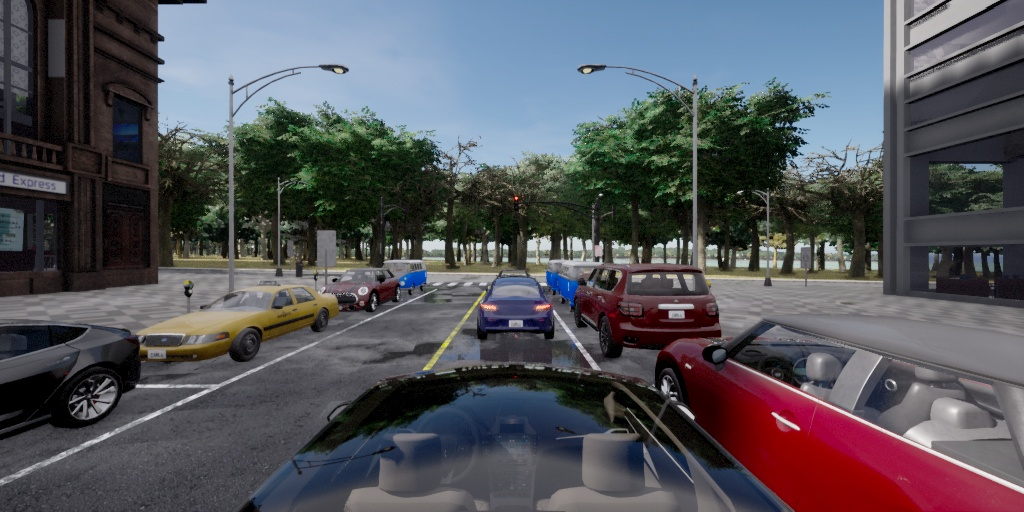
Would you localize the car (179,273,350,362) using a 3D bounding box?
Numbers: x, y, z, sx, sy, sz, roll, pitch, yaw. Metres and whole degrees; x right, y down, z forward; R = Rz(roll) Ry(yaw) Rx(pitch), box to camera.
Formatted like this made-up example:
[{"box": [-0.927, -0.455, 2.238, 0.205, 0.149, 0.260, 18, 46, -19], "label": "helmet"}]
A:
[{"box": [-5.764, 1.275, 8.229, 1.751, 1.417, 4.829, 0, 0, 0], "label": "car"}]

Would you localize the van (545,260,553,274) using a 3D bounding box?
[{"box": [2.759, 1.092, 19.276, 1.690, 1.789, 3.998, 0, 0, 0], "label": "van"}]

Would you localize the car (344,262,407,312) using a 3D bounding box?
[{"box": [-5.765, 1.190, 13.836, 1.967, 1.591, 4.097, 0, 0, 0], "label": "car"}]

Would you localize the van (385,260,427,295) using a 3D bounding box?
[{"box": [-5.766, 1.092, 19.274, 1.690, 1.789, 3.998, 0, 0, 0], "label": "van"}]

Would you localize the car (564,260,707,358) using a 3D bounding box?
[{"box": [2.761, 1.065, 8.401, 2.192, 1.841, 5.009, 0, 0, 0], "label": "car"}]

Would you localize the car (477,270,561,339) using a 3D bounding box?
[{"box": [0.097, 1.276, 9.938, 1.812, 1.442, 4.674, 0, 0, 0], "label": "car"}]

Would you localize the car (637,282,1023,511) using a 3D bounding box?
[{"box": [2.763, 1.190, 2.963, 1.967, 1.591, 4.097, 0, 0, 0], "label": "car"}]

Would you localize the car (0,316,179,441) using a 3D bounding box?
[{"box": [-5.763, 1.316, 2.961, 1.948, 1.339, 4.313, 0, 0, 0], "label": "car"}]

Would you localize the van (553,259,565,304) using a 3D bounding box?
[{"box": [2.760, 1.091, 13.838, 1.690, 1.789, 3.998, 0, 0, 0], "label": "van"}]
